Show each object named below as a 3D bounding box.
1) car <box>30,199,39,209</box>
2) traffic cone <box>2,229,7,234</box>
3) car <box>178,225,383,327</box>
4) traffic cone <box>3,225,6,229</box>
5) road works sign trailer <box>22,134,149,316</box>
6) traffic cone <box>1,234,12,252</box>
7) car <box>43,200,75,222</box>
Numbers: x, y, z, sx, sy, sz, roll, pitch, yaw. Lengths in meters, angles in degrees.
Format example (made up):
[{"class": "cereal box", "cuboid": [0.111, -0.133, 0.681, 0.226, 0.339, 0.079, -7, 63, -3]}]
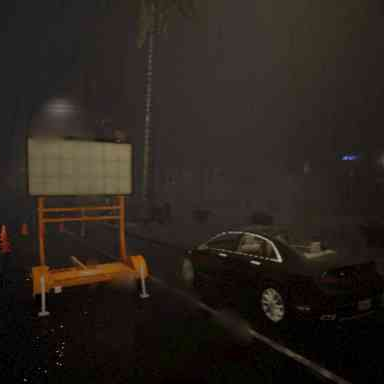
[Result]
[{"class": "car", "cuboid": [-23.952, 1.891, 51.744, 2.161, 1.482, 4.786, -1, 0, -30]}, {"class": "traffic cone", "cuboid": [-8.372, 2.082, 14.953, 0.340, 0.580, 0.340, -1, 0, -30]}, {"class": "car", "cuboid": [1.405, 1.463, 7.145, 2.231, 1.521, 4.892, -1, 0, -30]}, {"class": "traffic cone", "cuboid": [-9.372, 2.098, 16.685, 0.340, 0.580, 0.340, -1, 0, -30]}, {"class": "road works sign trailer", "cuboid": [-2.608, 0.504, 7.902, 2.380, 3.560, 2.880, -1, 0, -30]}, {"class": "traffic cone", "cuboid": [-7.373, 2.067, 13.220, 0.340, 0.580, 0.340, -1, 0, -30]}, {"class": "car", "cuboid": [-13.264, 1.565, 32.595, 2.185, 1.767, 4.553, -1, 0, -30]}]
